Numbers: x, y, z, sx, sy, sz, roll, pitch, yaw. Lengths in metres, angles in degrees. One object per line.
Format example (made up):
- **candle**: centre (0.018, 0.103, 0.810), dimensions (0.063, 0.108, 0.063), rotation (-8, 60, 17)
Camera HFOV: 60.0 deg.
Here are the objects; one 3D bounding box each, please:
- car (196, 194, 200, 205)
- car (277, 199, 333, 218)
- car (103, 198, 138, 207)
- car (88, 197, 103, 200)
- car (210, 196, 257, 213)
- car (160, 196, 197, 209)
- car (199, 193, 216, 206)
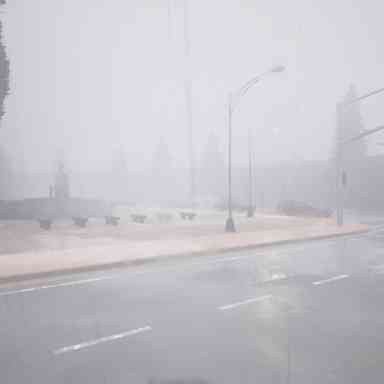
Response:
- **car**: centre (-1.769, 1.478, 49.281), dimensions (5.008, 1.535, 1.882), rotation (0, 0, 35)
- **car**: centre (10.496, 1.526, 30.430), dimensions (1.812, 1.442, 4.674), rotation (0, 0, -35)
- **car**: centre (-10.641, 1.601, 50.517), dimensions (4.718, 1.301, 1.895), rotation (0, 0, 25)
- **car**: centre (-19.303, 1.601, 64.099), dimensions (4.718, 1.301, 1.895), rotation (0, 0, 10)
- **car**: centre (4.862, 1.547, 38.142), dimensions (2.033, 1.411, 5.357), rotation (0, 0, -38)
- **car**: centre (-2.122, 1.505, 45.187), dimensions (4.892, 1.490, 1.837), rotation (0, 0, 38)
- **car**: centre (1.743, 1.221, 55.680), dimensions (5.566, 2.045, 2.150), rotation (0, 0, 35)
